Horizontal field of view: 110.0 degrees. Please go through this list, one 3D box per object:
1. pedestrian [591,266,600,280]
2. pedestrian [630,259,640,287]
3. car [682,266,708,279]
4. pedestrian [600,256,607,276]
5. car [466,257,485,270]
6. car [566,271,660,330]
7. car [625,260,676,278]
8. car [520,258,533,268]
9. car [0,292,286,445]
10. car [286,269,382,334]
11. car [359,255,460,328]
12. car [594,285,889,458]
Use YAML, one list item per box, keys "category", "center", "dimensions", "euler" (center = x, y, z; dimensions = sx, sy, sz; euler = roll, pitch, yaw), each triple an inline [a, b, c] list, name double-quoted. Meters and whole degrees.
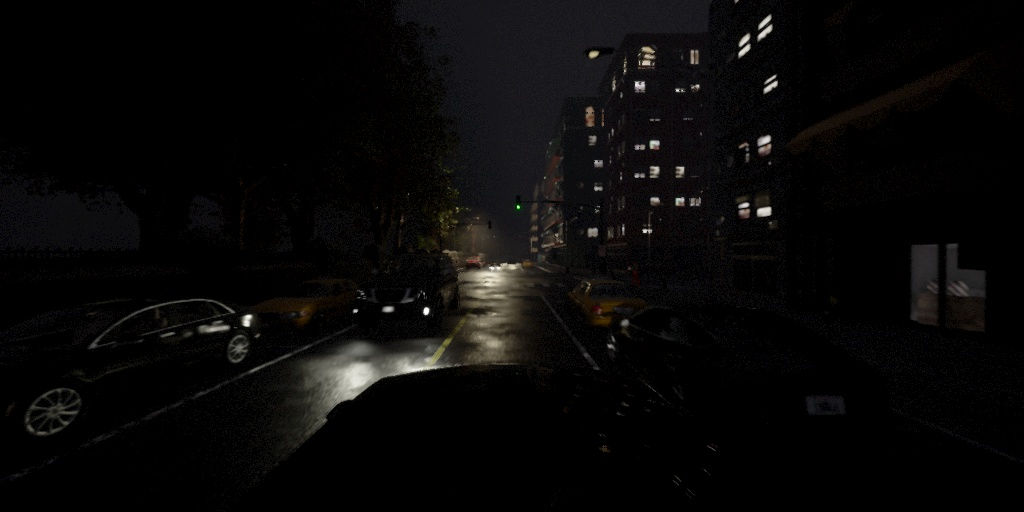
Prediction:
- category: "pedestrian"
  center: [5.271, 0.889, 22.969]
  dimensions: [0.375, 1.860, 0.375]
  euler: [0, 0, 0]
- category: "pedestrian"
  center: [8.125, 1.118, 23.570]
  dimensions: [0.375, 1.860, 0.375]
  euler: [0, 0, 0]
- category: "car"
  center: [20.287, 1.670, 37.785]
  dimensions: [4.507, 1.381, 1.888]
  euler: [0, 0, 0]
- category: "pedestrian"
  center: [6.125, 0.892, 24.169]
  dimensions: [0.375, 1.860, 0.375]
  euler: [0, 0, 0]
- category: "car"
  center: [-5.699, 1.069, 54.347]
  dimensions: [2.192, 1.841, 5.009]
  euler: [0, 0, 0]
- category: "car"
  center: [2.690, 1.273, 10.954]
  dimensions: [1.751, 1.417, 4.829]
  euler: [0, 0, 0]
- category: "car"
  center: [14.592, 1.336, 37.766]
  dimensions: [5.009, 1.841, 2.192]
  euler: [0, 0, 0]
- category: "car"
  center: [2.680, 1.283, 60.054]
  dimensions: [1.751, 1.417, 4.829]
  euler: [0, 0, 0]
- category: "car"
  center: [-5.689, 1.299, 5.151]
  dimensions: [2.007, 1.370, 4.403]
  euler: [0, 0, 0]
- category: "car"
  center: [-5.691, 1.273, 10.611]
  dimensions: [1.751, 1.417, 4.829]
  euler: [0, 0, 0]
- category: "car"
  center: [-3.079, 0.969, 11.724]
  dimensions: [2.150, 2.045, 5.566]
  euler: [0, 0, 0]
- category: "car"
  center: [2.691, 1.315, 5.153]
  dimensions: [1.948, 1.339, 4.313]
  euler: [0, 0, 0]
